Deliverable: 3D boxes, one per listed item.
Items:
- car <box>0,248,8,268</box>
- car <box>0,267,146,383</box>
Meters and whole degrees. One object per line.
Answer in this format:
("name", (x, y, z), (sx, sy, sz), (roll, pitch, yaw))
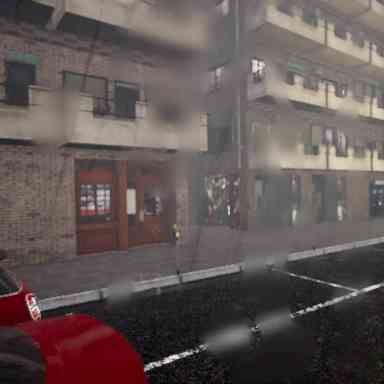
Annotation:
("car", (-3.798, 1.451, 3.401), (4.097, 1.590, 1.967), (-1, 0, -36))
("car", (-2.545, 1.490, 1.254), (5.008, 1.535, 1.882), (-1, 0, -36))
